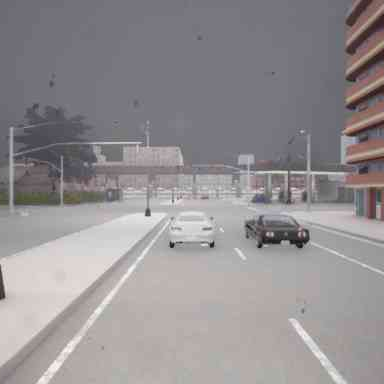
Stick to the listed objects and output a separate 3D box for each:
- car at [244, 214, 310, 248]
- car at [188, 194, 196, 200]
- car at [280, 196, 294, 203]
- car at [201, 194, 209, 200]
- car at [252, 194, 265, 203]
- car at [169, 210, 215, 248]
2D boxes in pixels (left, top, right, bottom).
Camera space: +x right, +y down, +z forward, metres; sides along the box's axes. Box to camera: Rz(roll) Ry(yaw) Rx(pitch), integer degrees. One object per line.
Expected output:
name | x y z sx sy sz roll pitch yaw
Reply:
car | 3.502 1.612 14.680 1.895 1.301 4.718 0 0 0
car | 0.000 1.343 90.286 2.097 1.767 4.553 0 0 0
car | 18.955 1.454 66.403 1.970 1.475 3.806 0 0 0
car | 3.500 1.342 90.286 2.097 1.767 4.553 0 0 0
car | 13.210 1.293 65.641 2.242 1.667 4.611 0 0 0
car | -0.001 1.529 14.650 1.812 1.442 4.674 0 0 0
